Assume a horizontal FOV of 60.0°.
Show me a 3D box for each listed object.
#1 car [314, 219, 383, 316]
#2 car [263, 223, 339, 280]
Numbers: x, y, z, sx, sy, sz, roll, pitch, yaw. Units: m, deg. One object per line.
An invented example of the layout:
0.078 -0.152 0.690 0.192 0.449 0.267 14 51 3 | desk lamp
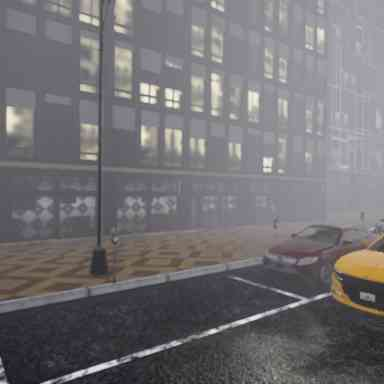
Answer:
4.919 1.454 6.934 5.008 1.535 1.882 0 0 -36 | car
3.840 1.559 9.337 4.206 1.307 1.802 0 1 -36 | car
